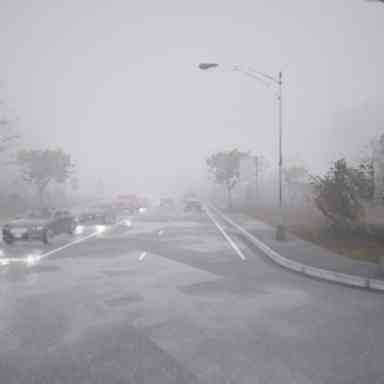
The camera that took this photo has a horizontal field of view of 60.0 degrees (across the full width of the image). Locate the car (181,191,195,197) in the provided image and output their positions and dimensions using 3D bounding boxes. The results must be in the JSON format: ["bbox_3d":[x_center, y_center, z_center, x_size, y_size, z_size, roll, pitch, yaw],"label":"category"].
[{"bbox_3d":[-0.621,0.787,59.843,2.150,2.045,5.566,0,0,-7],"label":"car"}]

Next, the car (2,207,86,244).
[{"bbox_3d":[-7.076,1.497,15.975,2.128,1.511,4.902,0,0,0],"label":"car"}]

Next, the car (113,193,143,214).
[{"bbox_3d":[-6.977,1.177,35.442,2.150,2.045,5.566,0,0,0],"label":"car"}]

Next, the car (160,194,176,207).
[{"bbox_3d":[-3.485,1.315,47.245,1.837,1.490,4.892,0,1,0],"label":"car"}]

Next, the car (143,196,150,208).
[{"bbox_3d":[-6.978,1.327,45.586,2.128,1.511,4.902,0,1,0],"label":"car"}]

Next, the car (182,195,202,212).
[{"bbox_3d":[0.124,1.437,38.095,1.837,1.490,4.892,0,1,0],"label":"car"}]

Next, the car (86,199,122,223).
[{"bbox_3d":[-7.024,1.510,25.371,1.837,1.490,4.892,0,0,0],"label":"car"}]

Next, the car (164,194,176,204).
[{"bbox_3d":[-3.862,1.143,57.372,1.812,1.442,4.674,0,1,-8],"label":"car"}]
